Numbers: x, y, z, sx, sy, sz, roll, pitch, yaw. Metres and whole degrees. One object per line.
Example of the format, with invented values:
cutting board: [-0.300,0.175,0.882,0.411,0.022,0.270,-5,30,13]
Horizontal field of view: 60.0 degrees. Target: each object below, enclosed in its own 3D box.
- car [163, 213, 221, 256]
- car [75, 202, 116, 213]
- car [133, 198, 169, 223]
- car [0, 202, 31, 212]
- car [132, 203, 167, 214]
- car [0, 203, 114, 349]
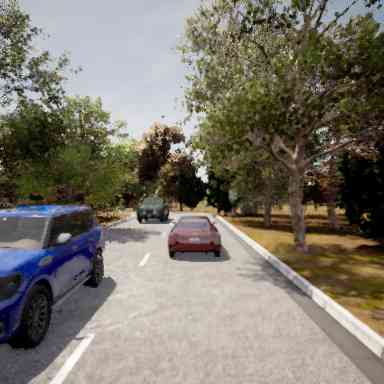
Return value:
car: [0.093,1.658,13.628,1.994,1.385,4.181,0,-1,0]
car: [-12.771,2.079,44.314,4.892,1.490,1.837,0,-3,8]
car: [-3.224,1.515,28.491,2.150,2.045,5.566,0,-1,2]
car: [-26.301,2.149,48.255,5.008,1.535,1.882,0,-2,6]
car: [-5.826,2.213,45.296,4.718,1.301,1.895,-1,-2,38]
car: [-3.381,1.326,6.745,2.150,2.045,5.566,-1,-1,0]
